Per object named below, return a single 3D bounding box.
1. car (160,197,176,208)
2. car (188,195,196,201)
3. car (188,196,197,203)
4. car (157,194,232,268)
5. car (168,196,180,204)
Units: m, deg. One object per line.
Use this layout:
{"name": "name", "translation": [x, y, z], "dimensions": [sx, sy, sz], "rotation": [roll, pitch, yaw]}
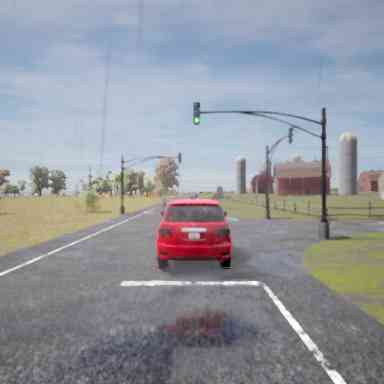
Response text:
{"name": "car", "translation": [-3.575, 1.549, 50.243], "dimensions": [2.128, 1.511, 4.902], "rotation": [0, 0, 0]}
{"name": "car", "translation": [0.001, 1.492, 80.847], "dimensions": [1.895, 1.301, 4.718], "rotation": [0, 0, 0]}
{"name": "car", "translation": [0.002, 1.556, 70.396], "dimensions": [1.837, 1.490, 4.892], "rotation": [0, 0, 0]}
{"name": "car", "translation": [0.069, 1.243, 11.451], "dimensions": [2.150, 2.045, 5.566], "rotation": [0, 0, 0]}
{"name": "car", "translation": [-3.507, 1.610, 66.144], "dimensions": [2.033, 1.411, 5.357], "rotation": [0, 0, 0]}
